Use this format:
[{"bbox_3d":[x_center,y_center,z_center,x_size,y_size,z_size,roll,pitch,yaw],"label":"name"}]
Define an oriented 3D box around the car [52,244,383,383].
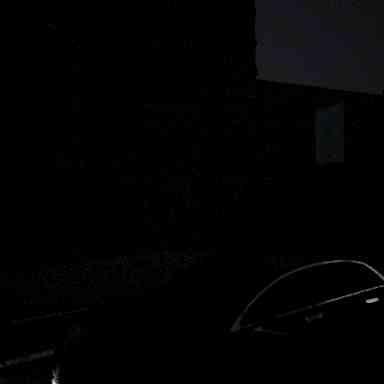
[{"bbox_3d":[0.880,1.499,4.186,4.892,1.490,1.837,0,0,-29],"label":"car"}]
